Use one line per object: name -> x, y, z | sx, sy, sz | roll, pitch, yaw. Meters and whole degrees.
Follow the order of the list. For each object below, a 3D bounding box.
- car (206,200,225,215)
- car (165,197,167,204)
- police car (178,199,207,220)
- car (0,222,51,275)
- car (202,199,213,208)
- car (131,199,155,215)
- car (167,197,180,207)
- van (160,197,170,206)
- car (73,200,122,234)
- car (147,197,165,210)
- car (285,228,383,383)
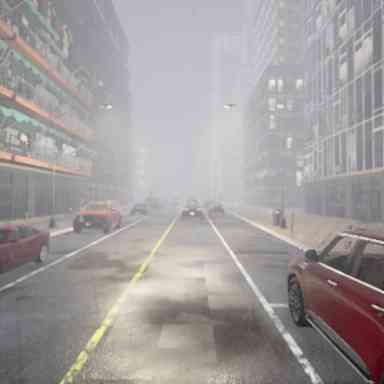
car -> 2.703, 1.853, 37.200 | 1.802, 1.307, 4.206 | 1, 0, 0
car -> -5.680, 1.728, 53.773 | 2.192, 1.841, 5.009 | 1, 0, 0
police car -> 0.054, 1.728, 31.264 | 2.038, 1.542, 4.974 | 0, 0, 0
car -> -5.679, 1.607, 9.587 | 1.887, 1.381, 4.507 | 1, 0, 0
car -> 2.714, 1.990, 59.464 | 1.752, 1.417, 4.829 | 1, -1, 0
car -> -5.677, 1.837, 37.203 | 1.947, 1.339, 4.313 | 1, 0, 0
car -> -3.031, 1.837, 61.421 | 2.097, 1.767, 4.553 | 0, -1, 1
van -> -5.651, 1.912, 70.342 | 1.690, 1.788, 3.998 | 1, -1, 0
car -> -5.675, 1.455, 20.635 | 2.192, 1.841, 5.009 | 1, 0, 0
car -> -5.678, 1.680, 48.251 | 2.192, 1.841, 5.009 | 1, 0, 0
car -> 2.704, 1.341, 4.065 | 2.192, 1.841, 5.009 | 1, 0, 0
